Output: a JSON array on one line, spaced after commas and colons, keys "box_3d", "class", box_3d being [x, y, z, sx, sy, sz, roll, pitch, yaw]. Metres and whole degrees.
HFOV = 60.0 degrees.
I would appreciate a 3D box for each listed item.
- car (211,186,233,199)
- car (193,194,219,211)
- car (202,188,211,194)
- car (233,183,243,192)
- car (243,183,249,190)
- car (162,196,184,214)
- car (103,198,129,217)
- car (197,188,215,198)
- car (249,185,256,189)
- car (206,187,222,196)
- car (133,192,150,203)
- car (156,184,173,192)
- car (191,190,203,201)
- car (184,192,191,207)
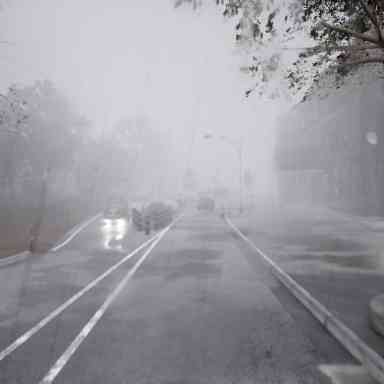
[{"box_3d": [5.202, 0.108, 57.744, 2.150, 2.045, 5.566, 0, 3, 14], "class": "car"}, {"box_3d": [1.668, 1.334, 38.836, 2.033, 1.411, 5.357, 0, 3, 7], "class": "car"}, {"box_3d": [1.303, 0.449, 57.520, 2.097, 1.535, 5.008, -1, 3, 14], "class": "car"}, {"box_3d": [10.304, -0.855, 84.052, 2.231, 1.521, 4.892, -3, 2, 25], "class": "car"}, {"box_3d": [12.684, -1.110, 89.106, 2.231, 1.521, 4.892, -3, 2, 26], "class": "car"}, {"box_3d": [-2.398, 1.512, 34.962, 2.002, 1.452, 4.674, -2, 2, 4], "class": "car"}, {"box_3d": [-6.705, 1.354, 29.623, 2.128, 1.511, 4.902, 0, 1, -6], "class": "car"}, {"box_3d": [2.729, 0.170, 63.042, 2.231, 1.521, 4.892, 0, 3, 17], "class": "car"}, {"box_3d": [15.241, -1.618, 94.098, 2.435, 2.045, 5.566, -3, 2, 28], "class": "car"}, {"box_3d": [4.584, -0.127, 69.084, 2.097, 1.535, 5.008, 0, 3, 18], "class": "car"}, {"box_3d": [-7.286, 0.717, 48.367, 1.812, 1.442, 4.674, 0, 2, 4], "class": "car"}, {"box_3d": [-5.250, -0.562, 64.594, 2.150, 2.045, 5.566, 0, 2, 12], "class": "car"}, {"box_3d": [-0.058, 0.771, 51.446, 2.002, 1.452, 4.674, -1, 2, 12], "class": "car"}, {"box_3d": [-1.851, 1.183, 41.072, 2.097, 1.535, 5.008, 1, 3, 10], "class": "car"}]
